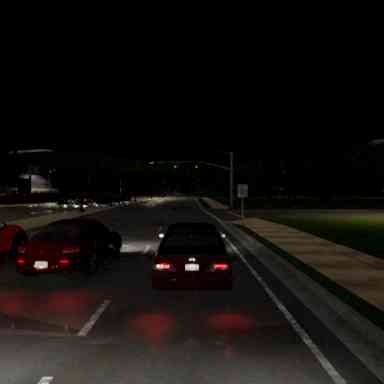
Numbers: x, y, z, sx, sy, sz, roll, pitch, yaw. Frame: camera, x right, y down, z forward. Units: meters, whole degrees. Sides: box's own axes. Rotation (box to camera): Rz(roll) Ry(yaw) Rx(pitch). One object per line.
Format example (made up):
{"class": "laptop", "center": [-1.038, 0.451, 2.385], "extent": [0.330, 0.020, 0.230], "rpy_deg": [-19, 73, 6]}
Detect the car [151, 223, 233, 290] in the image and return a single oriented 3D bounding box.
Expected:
{"class": "car", "center": [0.008, 1.557, 9.184], "extent": [2.033, 1.411, 5.357], "rpy_deg": [0, 0, 0]}

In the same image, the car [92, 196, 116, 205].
{"class": "car", "center": [-16.312, 1.613, 61.824], "extent": [2.033, 1.411, 5.357], "rpy_deg": [0, 0, 1]}

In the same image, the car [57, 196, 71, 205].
{"class": "car", "center": [-23.303, 1.570, 61.600], "extent": [1.837, 1.490, 4.892], "rpy_deg": [0, 0, 1]}

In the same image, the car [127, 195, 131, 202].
{"class": "car", "center": [-16.260, 1.587, 82.063], "extent": [1.837, 1.490, 4.892], "rpy_deg": [0, 0, 0]}

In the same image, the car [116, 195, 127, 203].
{"class": "car", "center": [-16.264, 1.616, 71.885], "extent": [2.033, 1.411, 5.357], "rpy_deg": [0, 0, 0]}

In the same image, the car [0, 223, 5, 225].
{"class": "car", "center": [-6.988, 1.362, 10.176], "extent": [2.097, 1.767, 4.553], "rpy_deg": [0, 0, 0]}

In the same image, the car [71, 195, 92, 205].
{"class": "car", "center": [-19.815, 1.417, 61.057], "extent": [2.097, 1.767, 4.553], "rpy_deg": [0, 0, 0]}

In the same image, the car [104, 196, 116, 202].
{"class": "car", "center": [-19.761, 1.680, 80.425], "extent": [1.895, 1.301, 4.718], "rpy_deg": [0, 0, 0]}

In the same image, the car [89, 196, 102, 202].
{"class": "car", "center": [-23.261, 1.637, 80.485], "extent": [1.994, 1.385, 4.181], "rpy_deg": [0, 0, 0]}

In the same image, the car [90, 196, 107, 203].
{"class": "car", "center": [-19.764, 1.614, 70.468], "extent": [2.033, 1.411, 5.357], "rpy_deg": [0, 0, 0]}

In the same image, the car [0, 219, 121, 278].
{"class": "car", "center": [-3.491, 1.536, 10.112], "extent": [1.812, 1.442, 4.674], "rpy_deg": [0, 0, 1]}

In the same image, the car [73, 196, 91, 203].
{"class": "car", "center": [-23.264, 1.600, 70.726], "extent": [2.128, 1.511, 4.902], "rpy_deg": [0, 0, 0]}
